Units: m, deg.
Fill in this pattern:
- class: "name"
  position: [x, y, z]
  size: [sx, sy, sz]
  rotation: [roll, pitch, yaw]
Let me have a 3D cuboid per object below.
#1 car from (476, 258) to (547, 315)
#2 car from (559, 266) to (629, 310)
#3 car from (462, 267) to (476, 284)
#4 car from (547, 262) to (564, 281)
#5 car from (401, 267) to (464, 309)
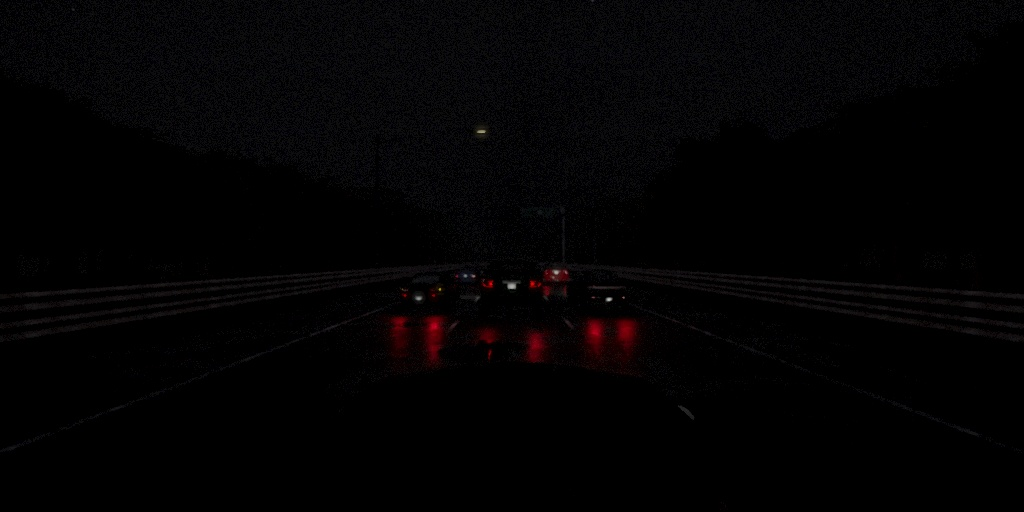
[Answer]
- class: "car"
  position: [0.008, 1.098, 14.413]
  size: [2.150, 2.045, 5.566]
  rotation: [0, 0, 0]
- class: "car"
  position: [3.518, 1.376, 15.357]
  size: [2.128, 1.511, 4.902]
  rotation: [0, 0, 0]
- class: "car"
  position: [-3.492, 1.575, 29.375]
  size: [2.033, 1.411, 5.357]
  rotation: [0, -1, 0]
- class: "car"
  position: [3.518, 1.388, 30.271]
  size: [2.097, 1.767, 4.553]
  rotation: [0, -1, 0]
- class: "car"
  position: [-3.480, 1.412, 15.753]
  size: [1.812, 1.442, 4.674]
  rotation: [0, 0, 0]
